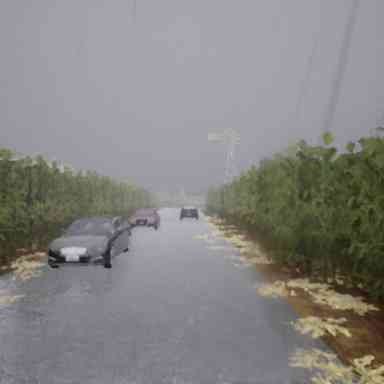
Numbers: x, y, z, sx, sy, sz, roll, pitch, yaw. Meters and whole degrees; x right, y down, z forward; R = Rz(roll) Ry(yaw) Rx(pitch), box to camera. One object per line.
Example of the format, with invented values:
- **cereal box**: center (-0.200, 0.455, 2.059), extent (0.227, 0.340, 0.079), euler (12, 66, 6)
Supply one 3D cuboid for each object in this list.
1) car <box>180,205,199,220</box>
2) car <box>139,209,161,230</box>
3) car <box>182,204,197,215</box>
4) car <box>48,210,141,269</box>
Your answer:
- **car**: center (-0.273, 2.150, 35.574), extent (1.882, 1.535, 5.008), euler (0, -1, 0)
- **car**: center (-3.334, 1.920, 23.975), extent (1.994, 1.385, 4.181), euler (0, -2, -1)
- **car**: center (-0.400, 2.430, 46.066), extent (1.994, 1.385, 4.181), euler (0, -1, 0)
- **car**: center (-3.303, 1.571, 11.576), extent (2.128, 1.511, 4.902), euler (0, -1, -1)
